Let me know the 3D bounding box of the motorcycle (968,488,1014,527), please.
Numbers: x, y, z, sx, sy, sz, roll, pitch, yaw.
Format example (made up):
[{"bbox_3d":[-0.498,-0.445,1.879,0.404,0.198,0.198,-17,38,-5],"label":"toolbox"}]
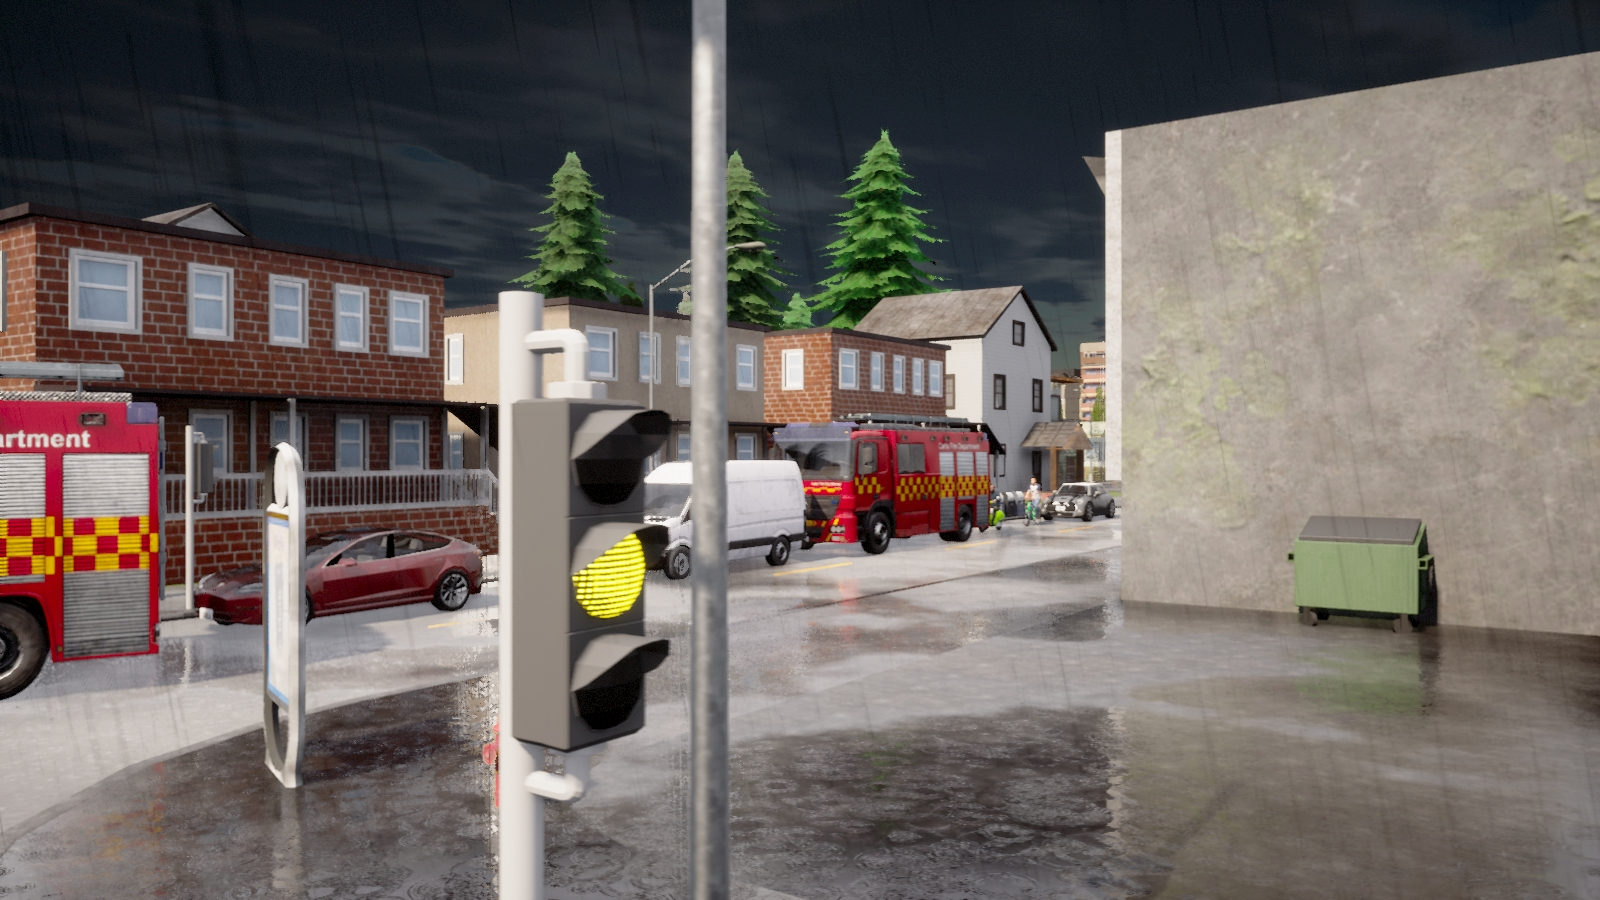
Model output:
[{"bbox_3d":[6.605,1.972,39.468,0.856,1.236,1.805,0,0,35],"label":"motorcycle"}]

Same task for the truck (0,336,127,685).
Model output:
[{"bbox_3d":[-12.120,0.679,12.202,8.468,3.827,2.891,0,0,-31],"label":"truck"}]

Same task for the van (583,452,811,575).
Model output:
[{"bbox_3d":[-2.236,1.325,26.852,1.988,2.561,5.915,0,0,35],"label":"van"}]

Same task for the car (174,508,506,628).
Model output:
[{"bbox_3d":[-7.559,1.853,19.264,2.163,1.488,4.792,0,0,35],"label":"car"}]

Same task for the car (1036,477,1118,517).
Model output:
[{"bbox_3d":[11.209,1.855,46.035,1.970,1.475,3.806,0,0,35],"label":"car"}]

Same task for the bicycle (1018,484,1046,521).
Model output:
[{"bbox_3d":[8.612,1.946,42.331,0.373,1.296,1.643,0,0,35],"label":"bicycle"}]

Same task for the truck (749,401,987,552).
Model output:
[{"bbox_3d":[2.259,0.681,33.260,2.891,3.827,8.468,0,0,35],"label":"truck"}]
